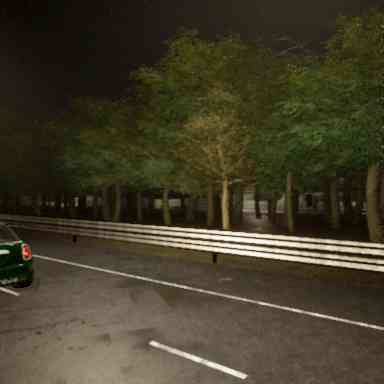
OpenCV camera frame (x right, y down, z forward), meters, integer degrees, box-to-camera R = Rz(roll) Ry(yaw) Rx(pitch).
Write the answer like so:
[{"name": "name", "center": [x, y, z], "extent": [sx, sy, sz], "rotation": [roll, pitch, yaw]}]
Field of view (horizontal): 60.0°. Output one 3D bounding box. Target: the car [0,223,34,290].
[{"name": "car", "center": [-5.984, 1.481, 8.340], "extent": [4.553, 1.767, 2.097], "rotation": [-1, -1, 36]}]
